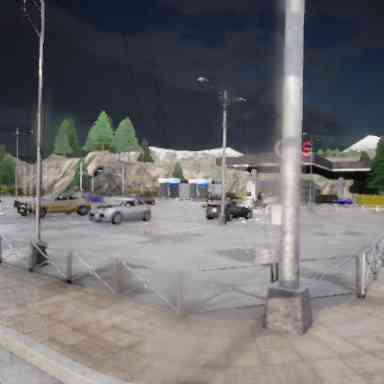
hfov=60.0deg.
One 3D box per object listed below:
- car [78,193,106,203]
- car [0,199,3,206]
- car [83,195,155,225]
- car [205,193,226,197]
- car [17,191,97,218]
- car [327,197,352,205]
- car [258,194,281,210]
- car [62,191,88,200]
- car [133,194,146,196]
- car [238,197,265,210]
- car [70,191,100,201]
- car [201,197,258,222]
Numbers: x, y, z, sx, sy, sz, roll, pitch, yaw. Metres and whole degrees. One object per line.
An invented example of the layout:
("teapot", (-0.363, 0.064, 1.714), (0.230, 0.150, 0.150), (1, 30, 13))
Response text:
("car", (-14.978, 0.884, 49.886), (1.845, 1.501, 3.633), (1, 0, 35))
("car", (-20.176, 0.614, 31.328), (1.905, 1.878, 3.866), (1, 0, 35))
("car", (-4.341, 1.147, 20.457), (1.970, 1.475, 3.806), (1, 0, 35))
("car", (2.879, 1.093, 36.259), (1.932, 1.855, 4.605), (1, 0, 35))
("car", (-9.755, 0.940, 23.913), (2.152, 1.636, 5.027), (1, 0, 35))
("car", (30.260, 1.907, 68.156), (4.611, 1.667, 2.242), (1, 0, 35))
("car", (10.117, 1.204, 40.765), (1.905, 1.878, 3.866), (1, 0, 35))
("car", (-22.767, 0.676, 64.781), (2.007, 1.523, 4.514), (1, 0, 35))
("car", (-6.861, 1.057, 44.059), (2.007, 1.523, 4.514), (1, 0, 35))
("car", (7.757, 1.428, 43.191), (1.970, 1.475, 3.806), (1, 0, 35))
("car", (-20.180, 0.729, 63.005), (2.152, 1.636, 5.027), (1, 0, 35))
("car", (2.727, 1.344, 24.078), (2.007, 1.523, 4.514), (1, 0, 35))
